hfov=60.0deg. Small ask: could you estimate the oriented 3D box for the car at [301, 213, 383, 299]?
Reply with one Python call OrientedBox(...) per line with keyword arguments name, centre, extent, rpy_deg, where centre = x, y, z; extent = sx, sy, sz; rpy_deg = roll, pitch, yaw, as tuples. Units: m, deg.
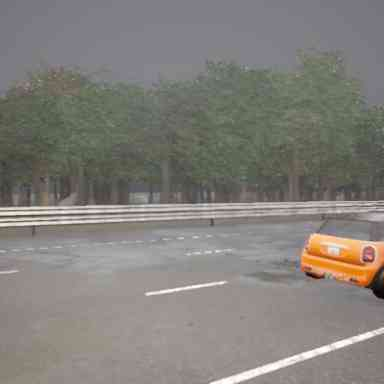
OrientedBox(name="car", centre=(4.994, 1.322, 8.390), extent=(4.553, 1.767, 2.097), rpy_deg=(0, 0, -29))
